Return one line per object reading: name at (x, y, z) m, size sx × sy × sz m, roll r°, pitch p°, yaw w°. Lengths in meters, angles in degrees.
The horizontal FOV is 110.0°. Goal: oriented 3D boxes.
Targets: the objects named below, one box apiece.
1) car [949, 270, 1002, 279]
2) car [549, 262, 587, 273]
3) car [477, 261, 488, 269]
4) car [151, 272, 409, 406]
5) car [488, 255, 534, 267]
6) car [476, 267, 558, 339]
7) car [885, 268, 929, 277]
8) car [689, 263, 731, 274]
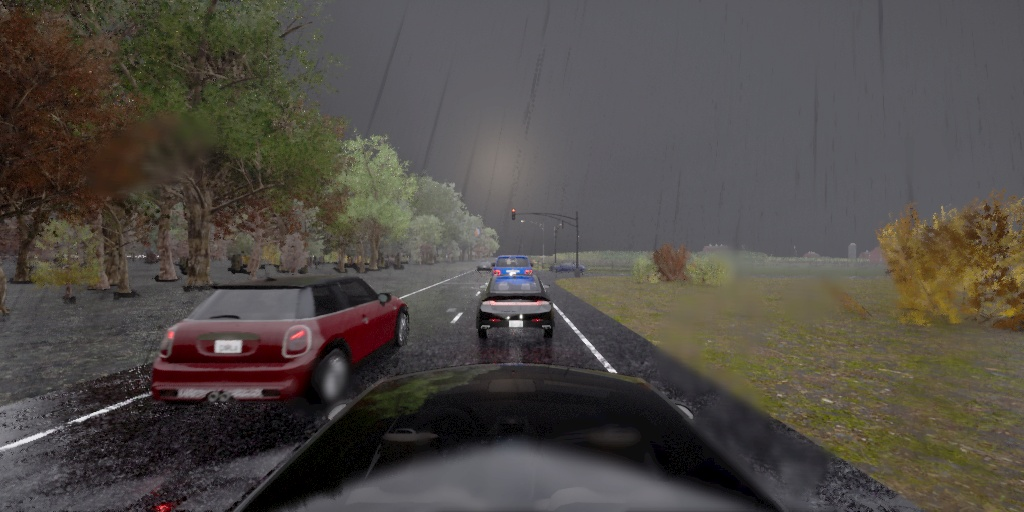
car at (51.211, 1.835, 39.662) m, size 4.674 × 1.442 × 1.812 m, roll 1°, pitch -1°, yaw 1°
car at (6.991, 1.438, 44.987) m, size 4.674 × 1.442 × 1.812 m, roll 1°, pitch 0°, yaw 22°
car at (-3.571, 1.323, 48.658) m, size 1.994 × 1.385 × 4.181 m, roll 0°, pitch 0°, yaw 0°
car at (-3.415, 1.104, 6.431) m, size 2.097 × 1.767 × 4.553 m, roll 0°, pitch 0°, yaw 0°
car at (0.037, 0.977, 20.045) m, size 2.150 × 2.045 × 5.566 m, roll 0°, pitch 0°, yaw 0°
car at (0.074, 1.244, 10.128) m, size 2.128 × 1.511 × 4.902 m, roll 0°, pitch 0°, yaw 0°
car at (48.114, 1.937, 43.248) m, size 4.718 × 1.301 × 1.895 m, roll 1°, pitch -1°, yaw 1°
car at (23.772, 1.575, 43.320) m, size 4.892 × 1.490 × 1.837 m, roll 1°, pitch -1°, yaw 0°
